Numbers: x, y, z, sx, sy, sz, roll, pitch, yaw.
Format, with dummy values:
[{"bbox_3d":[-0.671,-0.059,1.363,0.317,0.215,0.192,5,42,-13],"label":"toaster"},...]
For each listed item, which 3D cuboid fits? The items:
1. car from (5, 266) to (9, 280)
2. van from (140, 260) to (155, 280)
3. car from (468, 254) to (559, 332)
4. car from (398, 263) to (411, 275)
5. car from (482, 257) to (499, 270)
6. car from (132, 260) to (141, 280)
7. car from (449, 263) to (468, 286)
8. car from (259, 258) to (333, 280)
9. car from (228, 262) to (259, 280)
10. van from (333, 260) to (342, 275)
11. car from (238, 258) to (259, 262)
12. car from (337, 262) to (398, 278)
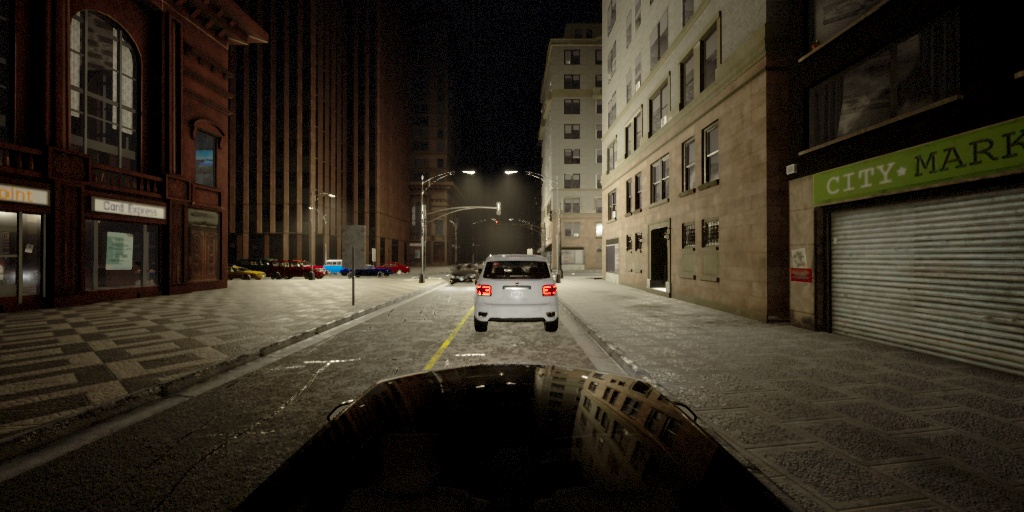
[{"bbox_3d":[-47.740,1.849,32.798,4.403,1.370,2.007,0,0,0],"label":"car"},{"bbox_3d":[-30.867,1.435,32.736,3.998,1.789,1.690,0,0,0],"label":"van"},{"bbox_3d":[0.101,0.974,11.007,2.150,2.045,5.566,0,0,0],"label":"car"},{"bbox_3d":[-13.973,1.477,41.200,4.507,1.381,1.888,0,0,0],"label":"car"},{"bbox_3d":[-3.108,1.097,51.725,2.097,1.767,4.553,0,0,1],"label":"car"},{"bbox_3d":[-34.463,1.372,35.333,5.566,2.045,2.150,-1,0,0],"label":"car"},{"bbox_3d":[-3.146,1.262,25.275,1.837,1.490,4.892,-1,0,2],"label":"car"},{"bbox_3d":[-19.619,1.273,32.695,5.009,1.841,2.192,0,0,0],"label":"car"},{"bbox_3d":[-25.073,1.552,32.715,4.829,1.417,1.751,0,0,0],"label":"car"},{"bbox_3d":[-19.597,1.340,41.221,3.998,1.789,1.690,0,0,0],"label":"van"},{"bbox_3d":[-24.107,1.247,35.276,5.566,2.045,2.150,-1,0,-1],"label":"car"},{"bbox_3d":[-14.143,1.506,35.246,4.718,1.301,1.895,-1,0,0],"label":"car"}]
